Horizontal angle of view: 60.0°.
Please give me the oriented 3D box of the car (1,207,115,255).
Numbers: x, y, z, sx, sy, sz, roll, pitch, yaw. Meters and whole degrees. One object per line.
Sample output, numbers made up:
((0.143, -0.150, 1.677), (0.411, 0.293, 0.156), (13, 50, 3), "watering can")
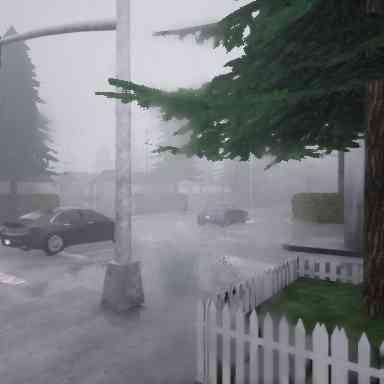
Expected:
((-4.402, 1.314, 12.465), (1.837, 1.490, 4.892), (0, 0, 35), "car")

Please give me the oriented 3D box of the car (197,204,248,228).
((2.094, 1.457, 21.832), (1.994, 1.385, 4.181), (1, 1, 35), "car")
